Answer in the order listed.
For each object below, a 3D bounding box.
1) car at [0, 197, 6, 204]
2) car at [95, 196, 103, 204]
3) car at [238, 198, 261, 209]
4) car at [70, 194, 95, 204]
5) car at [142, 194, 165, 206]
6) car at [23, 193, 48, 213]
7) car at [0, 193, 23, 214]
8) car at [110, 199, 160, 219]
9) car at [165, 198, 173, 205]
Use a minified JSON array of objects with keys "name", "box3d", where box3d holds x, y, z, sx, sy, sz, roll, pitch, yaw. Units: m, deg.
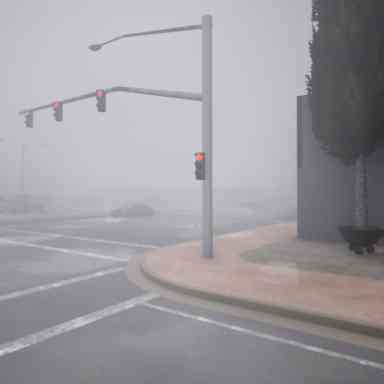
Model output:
[{"name":"car","box3d":[-37.977,1.607,64.636,3.905,1.438,1.784,0,0,35]},{"name":"car","box3d":[-19.241,1.554,64.970,3.905,1.438,1.784,0,0,35]},{"name":"car","box3d":[8.357,1.600,47.946,1.812,1.442,4.674,0,0,37]},{"name":"car","box3d":[-20.973,1.343,62.647,4.605,1.855,1.932,0,0,35]},{"name":"car","box3d":[-6.684,1.284,52.509,3.866,1.878,1.905,0,0,35]},{"name":"car","box3d":[-18.027,1.284,36.496,3.866,1.878,1.905,0,0,35]},{"name":"car","box3d":[-19.749,1.281,34.169,4.605,1.855,1.932,0,0,35]},{"name":"car","box3d":[-5.251,1.640,29.853,1.994,1.385,4.181,0,0,37]},{"name":"car","box3d":[-4.996,1.523,54.862,3.806,1.475,1.970,0,0,35]}]
